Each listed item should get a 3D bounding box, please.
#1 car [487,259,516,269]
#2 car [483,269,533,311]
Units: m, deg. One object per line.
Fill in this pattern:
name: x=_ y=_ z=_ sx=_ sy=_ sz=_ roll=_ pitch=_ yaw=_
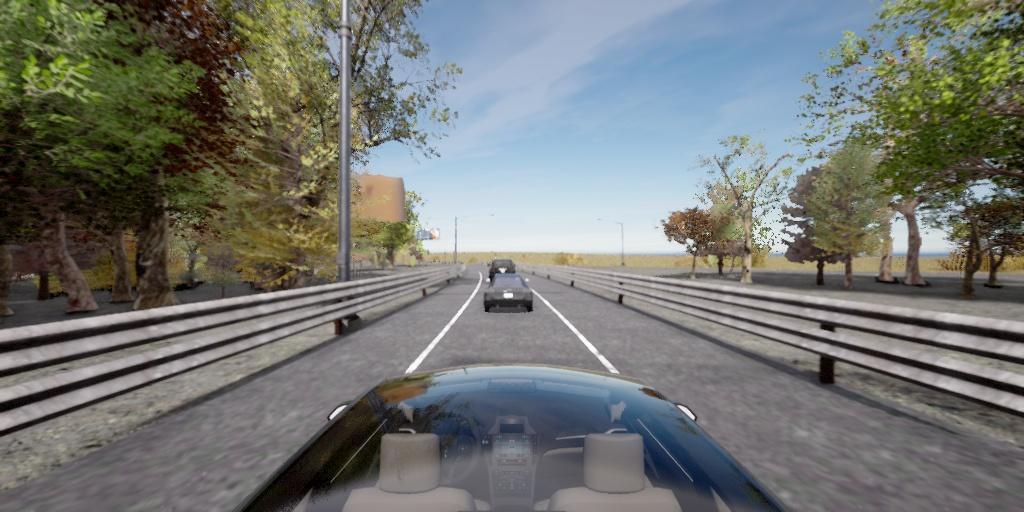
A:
car: x=-0.841 y=1.251 z=29.558 sx=2.150 sy=2.045 sz=5.566 roll=0 pitch=0 yaw=-3
car: x=-0.181 y=1.448 z=15.336 sx=1.994 sy=1.385 sz=4.181 roll=0 pitch=0 yaw=-1
